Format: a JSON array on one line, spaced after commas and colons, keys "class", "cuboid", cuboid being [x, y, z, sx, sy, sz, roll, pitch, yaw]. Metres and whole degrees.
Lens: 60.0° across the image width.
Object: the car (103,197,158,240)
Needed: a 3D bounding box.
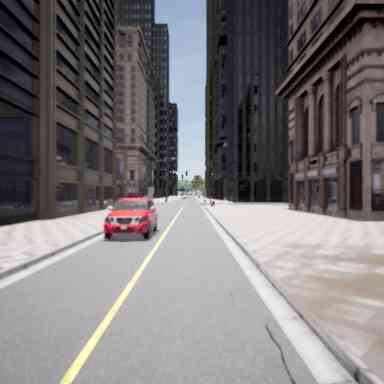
[{"class": "car", "cuboid": [-3.103, 1.296, 17.875, 2.150, 2.045, 5.566, 0, 0, 0]}]
